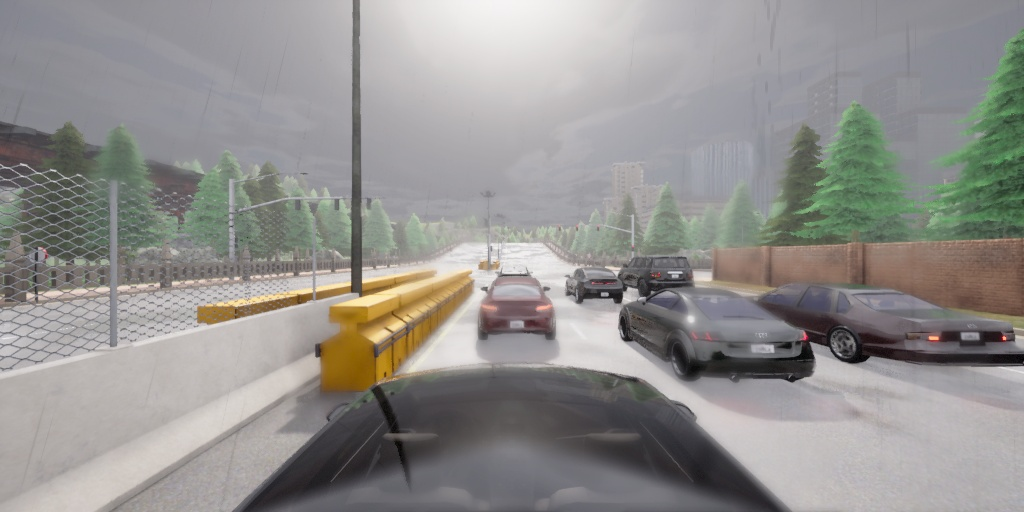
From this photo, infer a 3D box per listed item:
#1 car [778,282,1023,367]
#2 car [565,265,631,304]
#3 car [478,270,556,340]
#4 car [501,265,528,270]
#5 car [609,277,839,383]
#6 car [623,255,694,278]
[{"bbox_3d":[7.108,1.297,8.068,2.033,1.411,5.357,0,0,0],"label":"car"},{"bbox_3d":[3.616,1.255,16.371,1.837,1.490,4.892,0,0,0],"label":"car"},{"bbox_3d":[0.110,1.276,9.834,1.812,1.442,4.674,0,0,0],"label":"car"},{"bbox_3d":[0.120,1.241,19.079,2.128,1.511,4.902,0,0,0],"label":"car"},{"bbox_3d":[3.611,1.314,7.204,1.994,1.385,4.181,0,0,-1],"label":"car"},{"bbox_3d":[7.118,0.972,18.310,2.150,2.045,5.566,0,0,0],"label":"car"}]
